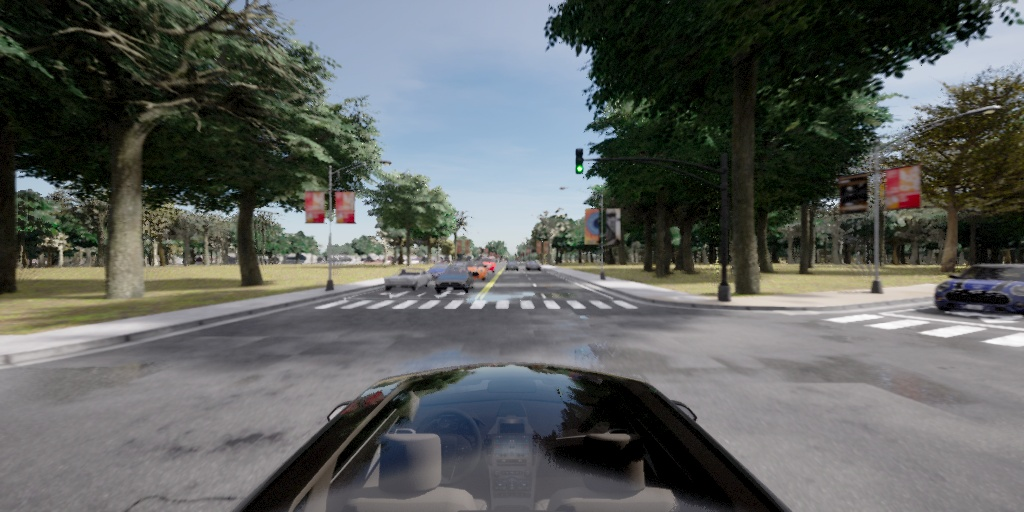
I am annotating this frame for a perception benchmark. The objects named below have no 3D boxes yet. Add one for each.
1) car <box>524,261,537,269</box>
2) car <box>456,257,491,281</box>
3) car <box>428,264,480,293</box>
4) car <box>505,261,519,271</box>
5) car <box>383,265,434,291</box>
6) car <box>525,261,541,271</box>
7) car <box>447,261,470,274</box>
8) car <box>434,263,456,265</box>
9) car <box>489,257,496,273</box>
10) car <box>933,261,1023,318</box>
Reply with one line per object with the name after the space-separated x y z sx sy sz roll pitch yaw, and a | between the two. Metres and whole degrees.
3.271 1.599 63.745 2.033 1.411 5.357 0 0 0 | car
-3.325 1.232 31.901 2.097 1.767 4.553 0 0 0 | car
-3.313 1.383 21.701 2.033 1.411 5.357 0 0 0 | car
0.017 1.555 53.703 1.994 1.385 4.181 0 0 0 | car
-6.574 1.443 22.988 1.895 1.301 4.718 0 0 0 | car
3.267 1.555 53.736 1.994 1.385 4.181 0 0 0 | car
-6.566 1.434 44.759 2.128 1.511 4.902 0 0 0 | car
-6.566 1.412 33.255 1.812 1.442 4.674 0 0 0 | car
-3.317 1.168 47.168 2.150 2.045 5.566 0 1 0 | car
17.048 1.069 12.503 4.553 1.767 2.097 0 0 -23 | car
